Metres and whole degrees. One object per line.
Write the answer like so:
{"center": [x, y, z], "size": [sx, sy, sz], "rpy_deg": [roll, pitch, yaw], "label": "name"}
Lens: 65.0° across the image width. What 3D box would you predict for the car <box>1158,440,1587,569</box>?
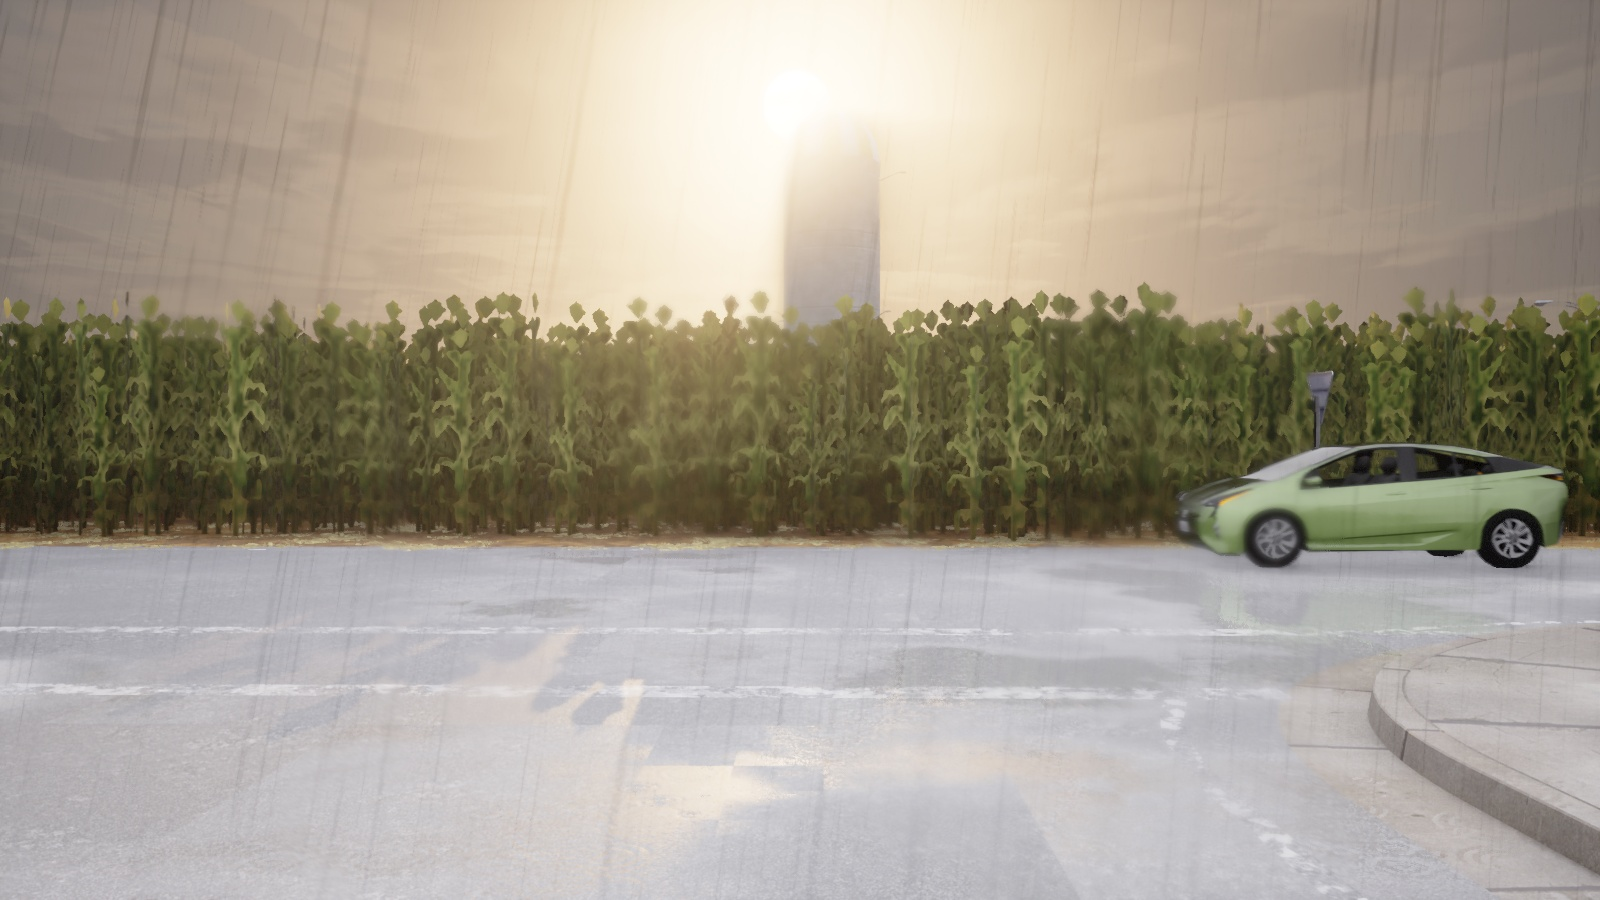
{"center": [7.065, 0.636, 15.903], "size": [4.514, 1.525, 2.007], "rpy_deg": [0, 0, 1], "label": "car"}
